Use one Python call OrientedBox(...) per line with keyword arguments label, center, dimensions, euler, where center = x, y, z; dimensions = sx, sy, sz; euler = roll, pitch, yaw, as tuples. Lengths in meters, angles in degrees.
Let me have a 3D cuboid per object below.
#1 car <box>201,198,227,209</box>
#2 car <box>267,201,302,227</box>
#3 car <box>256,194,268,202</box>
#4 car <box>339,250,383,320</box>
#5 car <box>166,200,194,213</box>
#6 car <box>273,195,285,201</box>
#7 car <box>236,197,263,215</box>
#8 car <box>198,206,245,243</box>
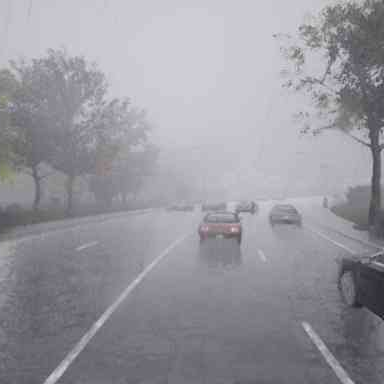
OrientedBox(label="car", center=(2.416, 1.445, 35.791), dimensions=(1.882, 1.535, 5.008), euler=(0, 0, 19))
OrientedBox(label="car", center=(6.362, 1.567, 22.919), dimensions=(1.994, 1.385, 4.181), euler=(0, 0, 12))
OrientedBox(label="car", center=(15.327, 1.318, 73.304), dimensions=(2.097, 1.767, 4.553), euler=(0, 0, 27))
OrientedBox(label="car", center=(3.871, 1.500, 4.970), dimensions=(2.128, 1.511, 4.902), euler=(0, 0, 3))
OrientedBox(label="car", center=(-1.220, 1.512, 35.870), dimensions=(1.994, 1.385, 4.181), euler=(0, 0, 18))
OrientedBox(label="car", center=(19.246, 1.305, 73.258), dimensions=(1.882, 1.535, 5.008), euler=(0, 0, 27))
OrientedBox(label="car", center=(5.710, 1.534, 34.114), dimensions=(2.033, 1.411, 5.357), euler=(0, 0, 18))
OrientedBox(label="car", center=(1.490, 1.589, 16.113), dimensions=(1.895, 1.301, 4.718), euler=(0, 0, 8))
